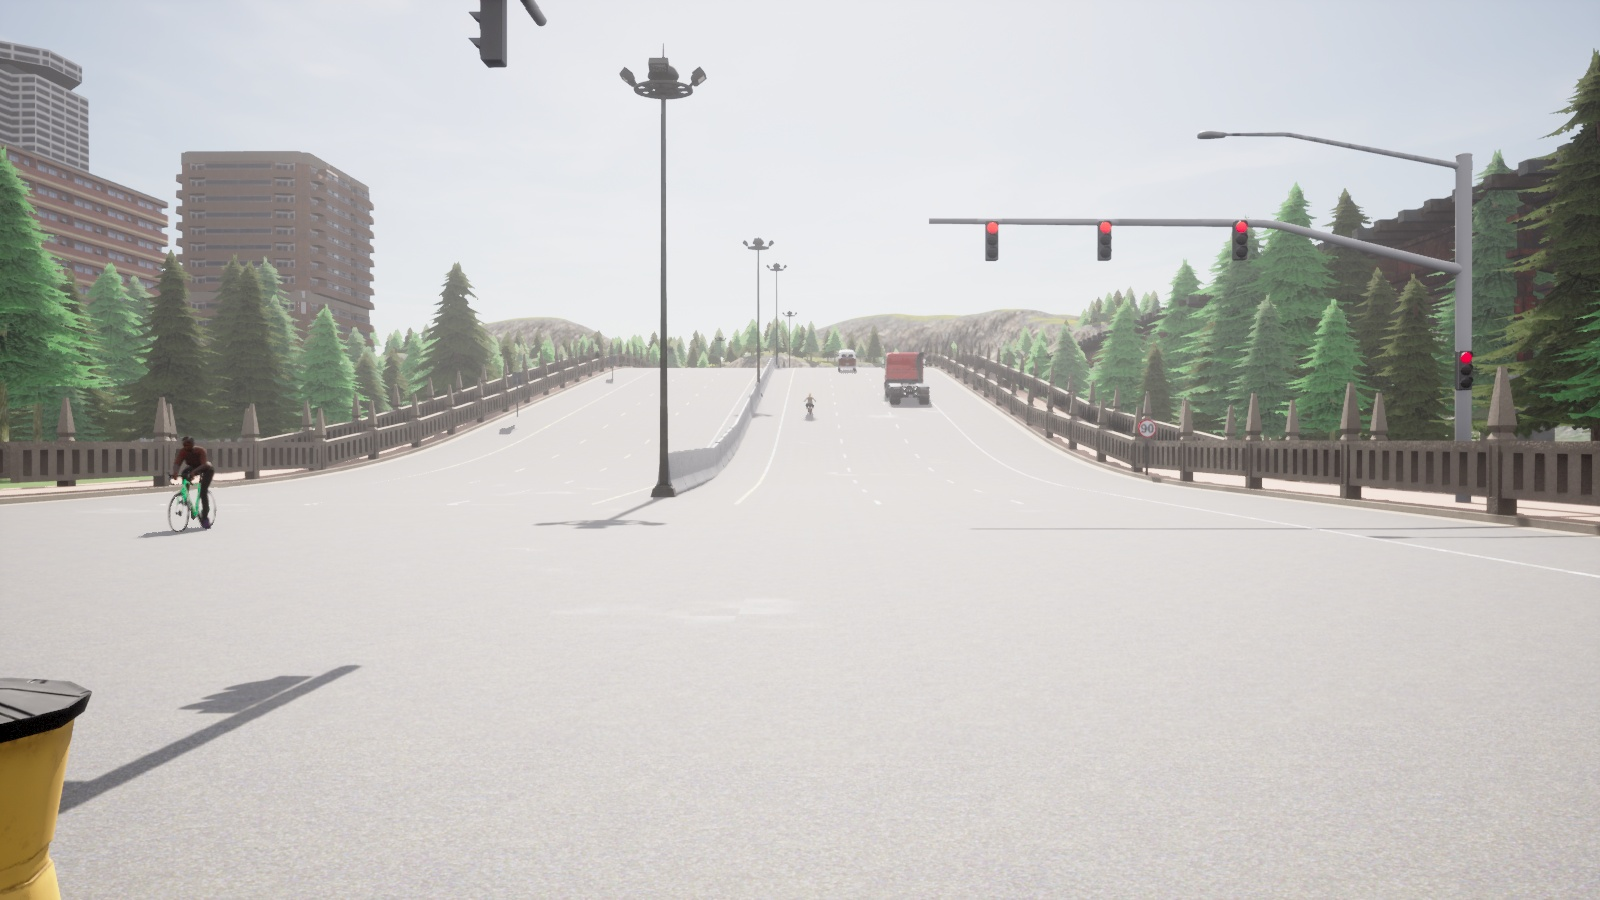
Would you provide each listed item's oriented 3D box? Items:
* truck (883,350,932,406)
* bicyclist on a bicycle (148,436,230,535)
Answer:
[{"bbox_3d":[7.773,-5.330,91.727,2.891,3.462,7.936,0,8,1],"label":"truck"},{"bbox_3d":[-10.362,0.570,21.348,0.582,1.620,1.656,0,1,0],"label":"bicyclist on a bicycle"}]
